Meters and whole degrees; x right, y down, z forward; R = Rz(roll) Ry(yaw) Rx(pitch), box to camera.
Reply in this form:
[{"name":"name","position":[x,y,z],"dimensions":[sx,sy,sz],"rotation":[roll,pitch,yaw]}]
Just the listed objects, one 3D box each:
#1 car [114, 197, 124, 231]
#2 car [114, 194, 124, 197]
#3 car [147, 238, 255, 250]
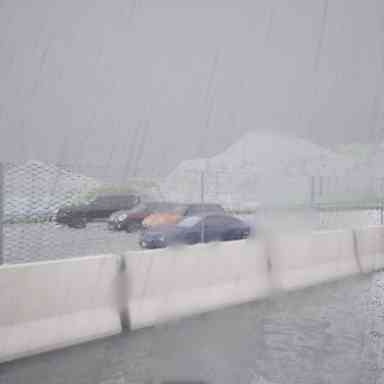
[{"name":"car","position":[-2.451,1.316,19.010],"dimensions":[4.553,1.767,2.097],"rotation":[0,0,-32]},{"name":"car","position":[-5.621,1.178,21.166],"dimensions":[5.566,2.045,2.150],"rotation":[0,0,-32]},{"name":"car","position":[0.326,1.505,12.491],"dimensions":[4.674,1.442,1.812],"rotation":[0,0,-33]}]
